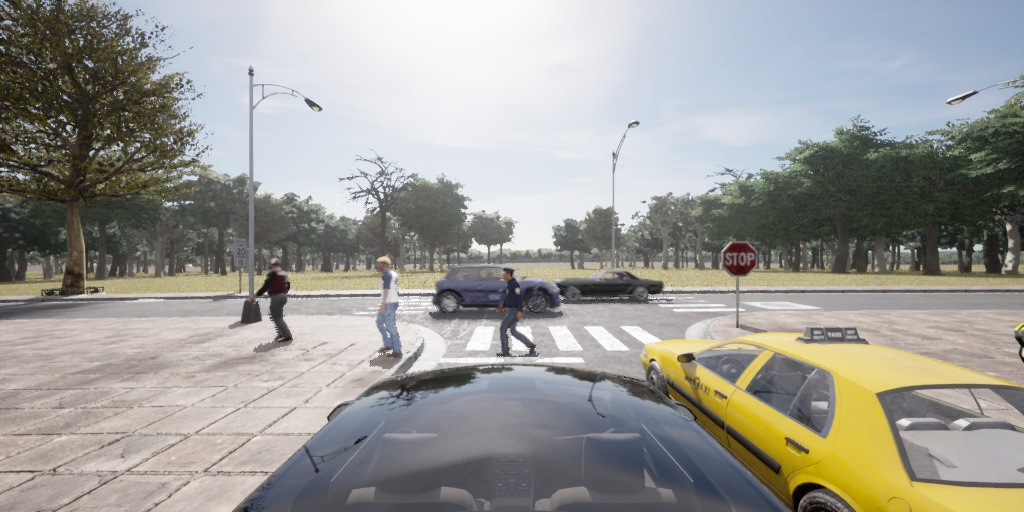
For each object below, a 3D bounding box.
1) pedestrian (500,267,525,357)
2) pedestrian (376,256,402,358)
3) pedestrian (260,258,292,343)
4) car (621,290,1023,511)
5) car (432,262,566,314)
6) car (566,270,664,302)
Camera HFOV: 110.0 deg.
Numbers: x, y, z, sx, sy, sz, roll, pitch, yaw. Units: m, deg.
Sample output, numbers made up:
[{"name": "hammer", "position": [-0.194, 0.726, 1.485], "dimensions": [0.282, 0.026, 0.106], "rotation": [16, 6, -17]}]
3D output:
[{"name": "pedestrian", "position": [0.008, 1.043, 7.086], "dimensions": [0.375, 1.860, 0.375], "rotation": [0, 0, 0]}, {"name": "pedestrian", "position": [-2.229, 0.891, 6.489], "dimensions": [0.375, 1.860, 0.375], "rotation": [0, 0, 0]}, {"name": "pedestrian", "position": [-5.041, 0.915, 7.693], "dimensions": [0.375, 1.860, 0.375], "rotation": [0, 0, 0]}, {"name": "car", "position": [2.637, 1.275, 3.225], "dimensions": [1.751, 1.417, 4.829], "rotation": [0, 0, 0]}, {"name": "car", "position": [-0.546, 1.087, 13.209], "dimensions": [4.553, 1.767, 2.097], "rotation": [0, 0, 0]}, {"name": "car", "position": [4.138, 1.283, 16.134], "dimensions": [4.718, 1.301, 1.895], "rotation": [-1, 0, 0]}]
